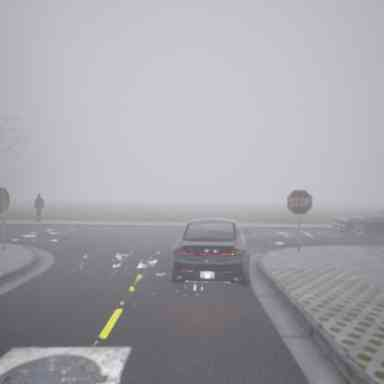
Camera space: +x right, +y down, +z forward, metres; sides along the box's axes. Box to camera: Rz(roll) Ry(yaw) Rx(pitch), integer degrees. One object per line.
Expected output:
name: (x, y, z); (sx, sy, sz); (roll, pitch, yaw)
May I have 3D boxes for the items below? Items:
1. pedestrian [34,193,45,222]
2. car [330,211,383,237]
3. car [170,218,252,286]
pedestrian: (-9.724, 0.951, 21.111); (0.375, 1.860, 0.375); (0, 0, 0)
car: (10.270, 1.714, 18.362); (4.718, 1.301, 1.895); (1, 0, -1)
car: (0.617, 1.482, 9.366); (1.837, 1.490, 4.892); (0, 0, 7)
